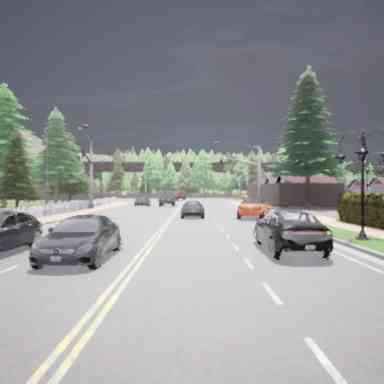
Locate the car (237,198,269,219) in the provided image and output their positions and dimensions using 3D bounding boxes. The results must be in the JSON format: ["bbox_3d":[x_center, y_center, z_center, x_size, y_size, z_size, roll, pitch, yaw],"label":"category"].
[{"bbox_3d":[5.289,1.255,27.804,2.097,1.767,4.553,0,0,22],"label":"car"}]

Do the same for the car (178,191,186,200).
[{"bbox_3d":[-3.255,0.888,76.184,2.150,2.045,5.566,0,0,-27],"label":"car"}]

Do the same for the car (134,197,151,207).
[{"bbox_3d":[-7.076,1.399,47.858,1.994,1.385,4.181,0,0,0],"label":"car"}]

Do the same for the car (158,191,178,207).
[{"bbox_3d":[-3.576,1.057,48.385,2.150,2.045,5.566,0,0,0],"label":"car"}]

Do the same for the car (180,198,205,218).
[{"bbox_3d":[0.076,1.464,29.023,1.994,1.385,4.181,0,0,0],"label":"car"}]

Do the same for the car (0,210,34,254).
[{"bbox_3d":[-7.068,1.465,11.874,1.837,1.490,4.892,0,0,0],"label":"car"}]

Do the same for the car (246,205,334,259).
[{"bbox_3d":[3.564,1.448,12.392,2.128,1.511,4.902,0,0,0],"label":"car"}]

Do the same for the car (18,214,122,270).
[{"bbox_3d":[-3.570,1.487,11.044,1.812,1.442,4.674,0,0,0],"label":"car"}]
